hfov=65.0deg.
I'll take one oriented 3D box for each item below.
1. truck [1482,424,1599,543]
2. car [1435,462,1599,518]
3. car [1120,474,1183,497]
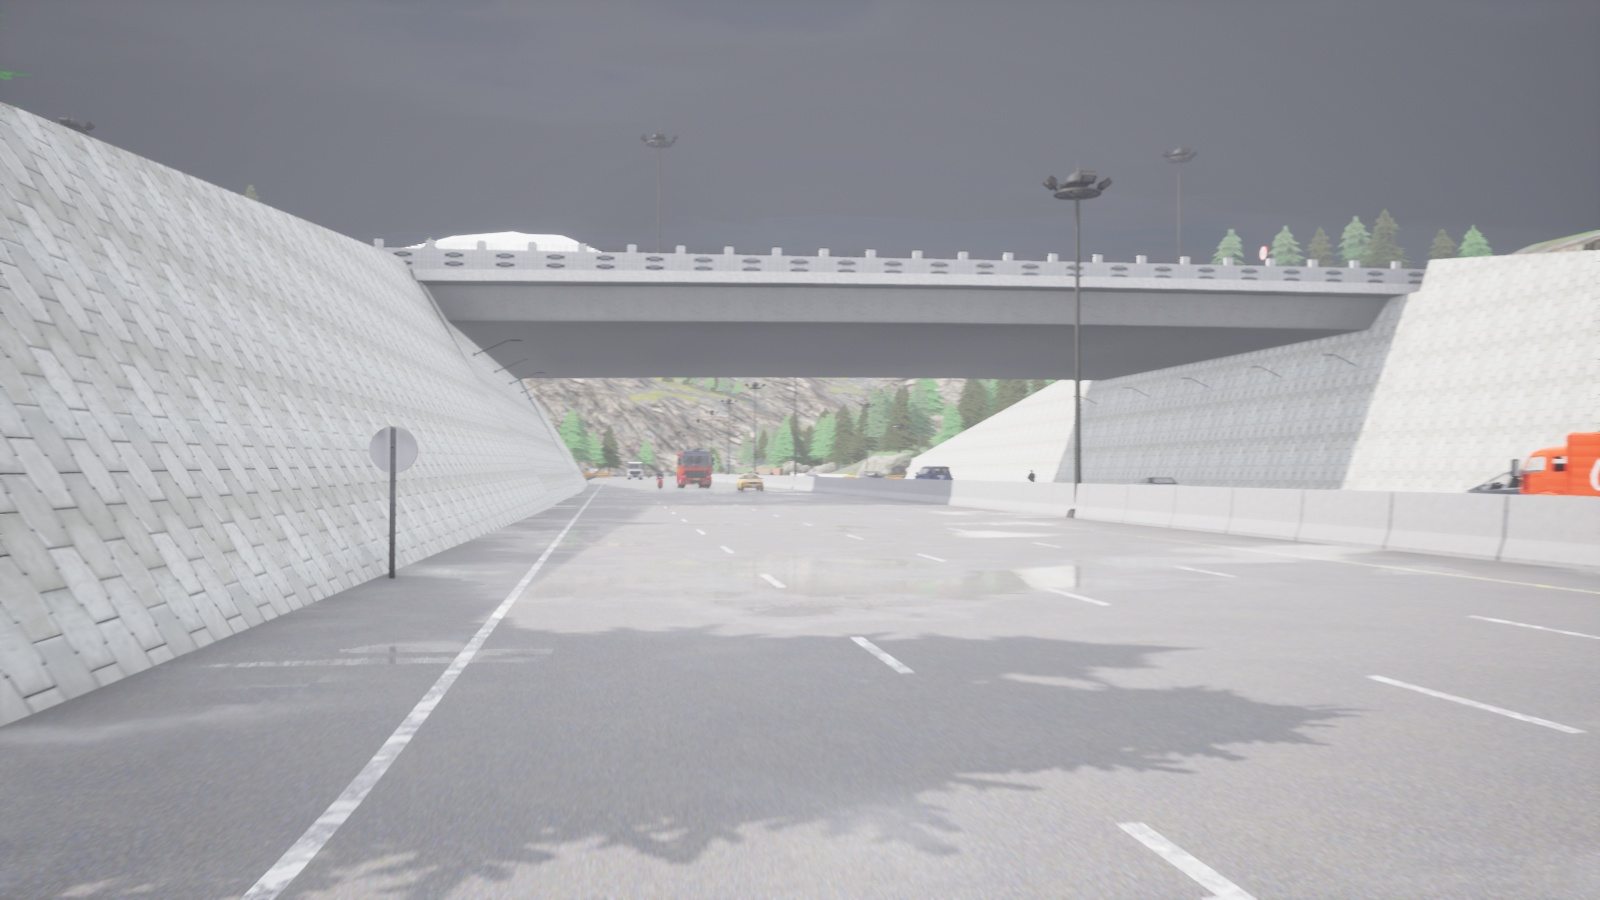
[{"bbox_3d":[17.694,0.702,27.062,2.627,2.467,5.204,0,-1,-9],"label":"truck"},{"bbox_3d":[22.802,1.228,40.085,2.242,1.667,4.611,0,-1,-9],"label":"car"},{"bbox_3d":[21.010,2.108,75.323,1.895,1.301,4.718,0,-1,-8],"label":"car"}]
